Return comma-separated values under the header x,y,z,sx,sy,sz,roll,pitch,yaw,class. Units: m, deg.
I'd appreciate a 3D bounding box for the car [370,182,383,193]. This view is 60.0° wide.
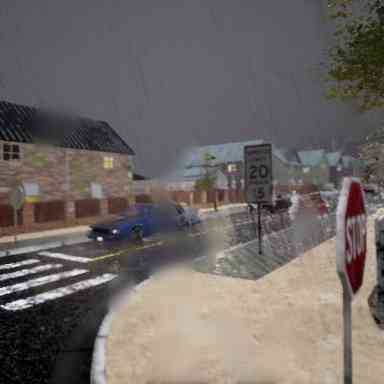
x,y,z,sx,sy,sz,roll,pitch,yaw,class
27.575,-0.701,48.401,2.128,1.511,4.902,-1,1,37,car

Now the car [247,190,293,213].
x,y,z,sx,sy,sz,roll,pitch,yaw,class
5.697,0.631,24.032,2.128,1.511,4.902,-1,1,37,car

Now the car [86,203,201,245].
x,y,z,sx,sy,sz,roll,pitch,yaw,class
-1.745,1.187,14.072,2.033,1.411,5.357,-1,2,37,car

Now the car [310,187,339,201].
x,y,z,sx,sy,sz,roll,pitch,yaw,class
14.038,0.193,35.159,1.895,1.301,4.718,-1,1,37,car

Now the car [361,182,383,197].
x,y,z,sx,sy,sz,roll,pitch,yaw,class
20.735,-0.259,39.239,2.128,1.511,4.902,-1,1,37,car
